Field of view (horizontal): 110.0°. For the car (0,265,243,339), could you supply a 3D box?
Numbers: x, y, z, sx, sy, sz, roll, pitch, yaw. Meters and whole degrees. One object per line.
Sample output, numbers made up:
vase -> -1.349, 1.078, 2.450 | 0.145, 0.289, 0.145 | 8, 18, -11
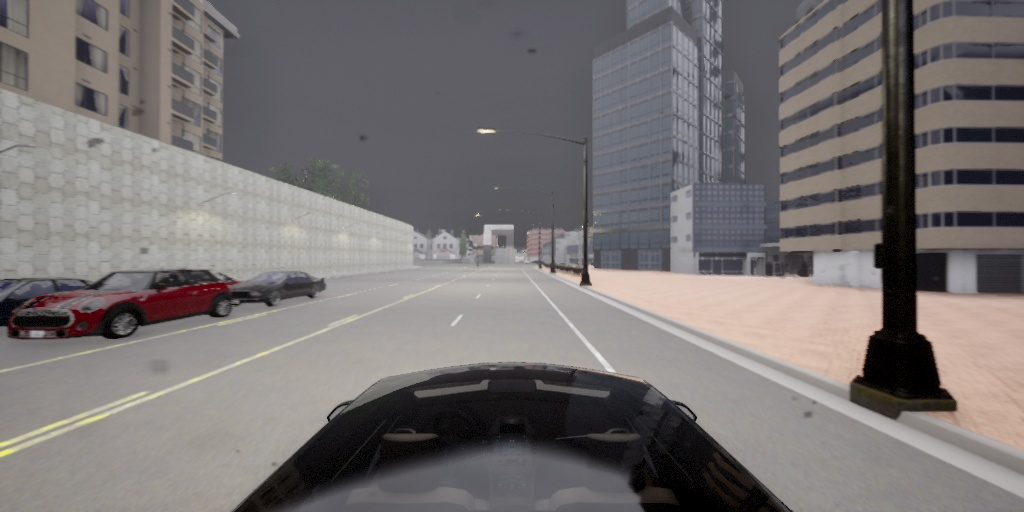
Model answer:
car -> -10.503, 1.141, 10.180 | 2.097, 1.767, 4.553 | 0, 0, 0

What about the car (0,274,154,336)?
car -> -14.000, 1.335, 10.330 | 2.033, 1.411, 5.357 | 0, 0, 0

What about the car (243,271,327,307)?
car -> -10.558, 1.379, 16.352 | 2.033, 1.411, 5.357 | 0, 0, 1
